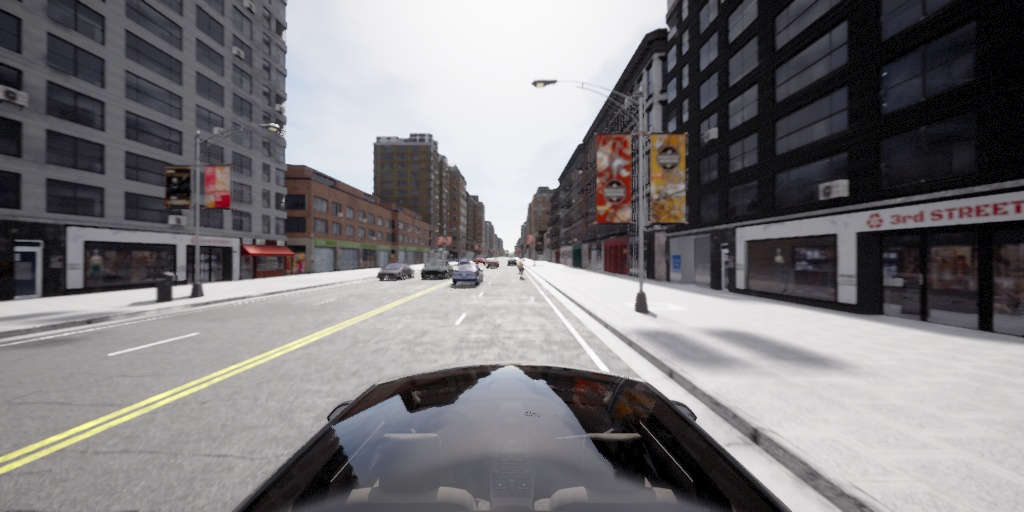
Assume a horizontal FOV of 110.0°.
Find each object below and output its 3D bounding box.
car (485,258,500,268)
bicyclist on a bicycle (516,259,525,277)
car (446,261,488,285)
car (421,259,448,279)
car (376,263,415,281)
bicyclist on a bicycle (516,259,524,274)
[{"bbox_3d":[-3.122,1.258,60.626,1.812,1.442,4.674,0,0,0],"label":"car"},{"bbox_3d":[0.884,1.184,31.831,0.866,1.612,1.509,0,0,0],"label":"bicyclist on a bicycle"},{"bbox_3d":[-3.138,1.296,26.112,2.033,1.411,5.357,0,0,0],"label":"car"},{"bbox_3d":[-6.578,1.100,31.690,2.097,1.767,4.553,0,0,0],"label":"car"},{"bbox_3d":[-9.833,1.296,30.790,2.033,1.411,5.357,0,0,0],"label":"car"},{"bbox_3d":[0.920,1.182,40.102,0.866,1.612,1.509,0,0,0],"label":"bicyclist on a bicycle"}]
